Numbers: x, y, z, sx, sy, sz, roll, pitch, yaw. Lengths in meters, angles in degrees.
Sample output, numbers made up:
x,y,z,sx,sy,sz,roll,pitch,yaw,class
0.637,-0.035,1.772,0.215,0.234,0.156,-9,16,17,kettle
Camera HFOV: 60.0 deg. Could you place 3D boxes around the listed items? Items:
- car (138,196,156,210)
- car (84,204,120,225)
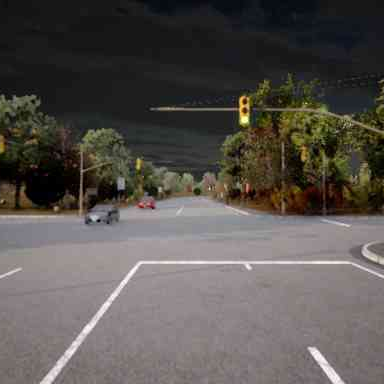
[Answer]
x,y,z,sx,sy,sz,roll,pitch,yaw,class
-6.942,1.707,51.666,2.150,2.045,5.566,0,0,0,car
-6.970,1.729,26.196,2.128,1.511,4.902,0,0,0,car
